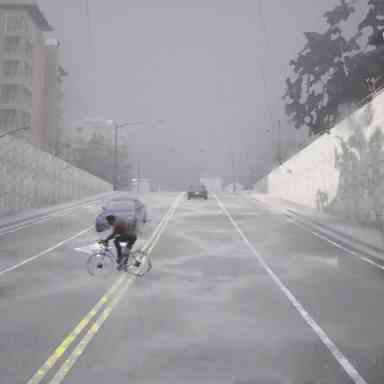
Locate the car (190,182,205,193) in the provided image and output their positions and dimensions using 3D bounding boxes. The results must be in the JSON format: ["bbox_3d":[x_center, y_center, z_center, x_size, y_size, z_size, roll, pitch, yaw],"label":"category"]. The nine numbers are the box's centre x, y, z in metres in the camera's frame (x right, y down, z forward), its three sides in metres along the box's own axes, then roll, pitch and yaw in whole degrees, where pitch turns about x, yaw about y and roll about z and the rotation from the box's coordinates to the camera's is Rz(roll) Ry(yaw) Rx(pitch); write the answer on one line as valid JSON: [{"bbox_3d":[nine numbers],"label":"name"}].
[{"bbox_3d":[0.714,-0.639,44.311,1.895,1.301,4.718,0,2,1],"label":"car"}]

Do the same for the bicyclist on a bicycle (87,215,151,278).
[{"bbox_3d":[-1.887,1.410,8.520,1.656,1.620,0.582,-2,1,1],"label":"bicyclist on a bicycle"}]

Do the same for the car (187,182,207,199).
[{"bbox_3d":[0.562,-0.078,34.218,1.994,1.385,4.181,0,4,1],"label":"car"}]

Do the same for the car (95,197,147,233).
[{"bbox_3d":[-3.396,1.045,16.708,1.812,1.442,4.674,0,4,1],"label":"car"}]
